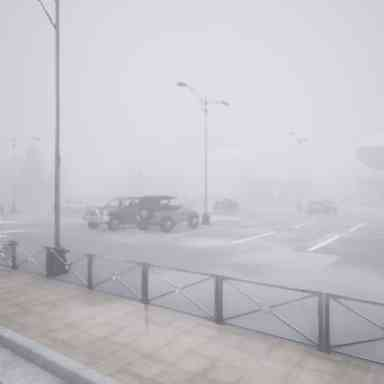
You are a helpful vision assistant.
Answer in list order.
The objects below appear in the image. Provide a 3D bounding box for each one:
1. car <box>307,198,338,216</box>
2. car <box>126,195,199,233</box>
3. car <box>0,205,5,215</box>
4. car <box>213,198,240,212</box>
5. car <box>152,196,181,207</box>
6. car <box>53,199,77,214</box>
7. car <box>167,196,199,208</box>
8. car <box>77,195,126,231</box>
[{"bbox_3d":[12.006,1.323,30.628,2.007,1.523,4.514,0,0,35],"label":"car"},{"bbox_3d":[-1.328,1.105,17.911,1.905,1.878,3.866,0,0,35],"label":"car"},{"bbox_3d":[-18.986,1.425,30.160,1.845,1.501,3.633,0,0,35],"label":"car"},{"bbox_3d":[3.894,1.355,36.462,1.845,1.501,3.633,0,0,35],"label":"car"},{"bbox_3d":[-3.883,1.392,51.365,2.007,1.523,4.514,0,0,35],"label":"car"},{"bbox_3d":[-12.252,1.433,34.473,1.970,1.475,3.806,0,0,35],"label":"car"},{"bbox_3d":[-1.298,1.379,49.587,2.152,1.636,5.027,0,0,35],"label":"car"},{"bbox_3d":[-3.933,1.129,19.262,1.932,1.855,4.605,0,0,35],"label":"car"}]
